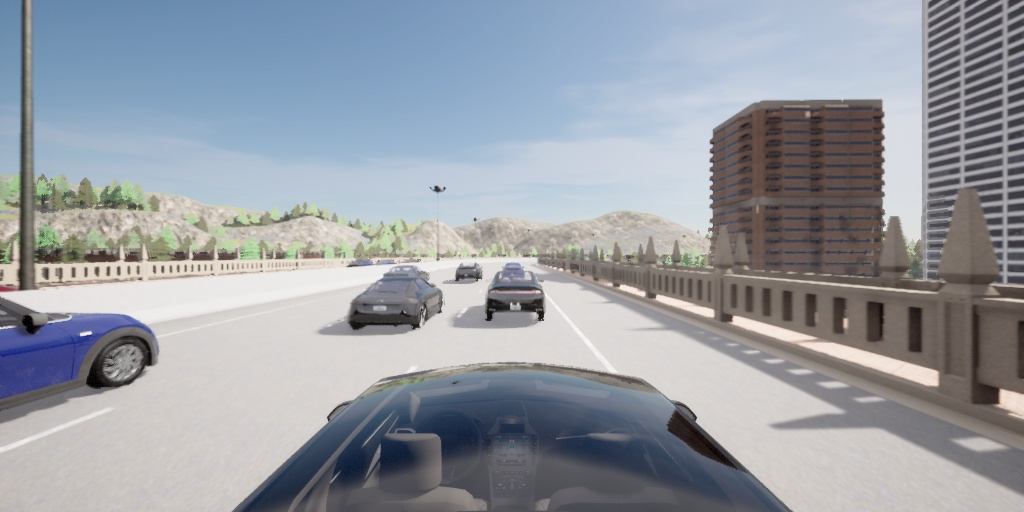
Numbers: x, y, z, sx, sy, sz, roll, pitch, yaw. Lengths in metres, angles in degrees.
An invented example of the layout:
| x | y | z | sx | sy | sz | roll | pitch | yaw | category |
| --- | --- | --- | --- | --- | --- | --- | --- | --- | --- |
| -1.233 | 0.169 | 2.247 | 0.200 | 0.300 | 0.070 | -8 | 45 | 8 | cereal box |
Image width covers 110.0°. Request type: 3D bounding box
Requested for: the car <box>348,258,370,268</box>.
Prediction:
| x | y | z | sx | sy | sz | roll | pitch | yaw | category |
| --- | --- | --- | --- | --- | --- | --- | --- | --- | --- |
| -21.068 | 1.100 | 50.160 | 2.097 | 1.767 | 4.553 | 0 | 0 | 0 | car |

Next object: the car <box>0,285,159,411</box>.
| x | y | z | sx | sy | sz | roll | pitch | yaw | category |
| --- | --- | --- | --- | --- | --- | --- | --- | --- | --- |
| -6.901 | 1.102 | 4.026 | 2.097 | 1.767 | 4.553 | 0 | 0 | 0 | car |

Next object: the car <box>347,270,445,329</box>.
| x | y | z | sx | sy | sz | roll | pitch | yaw | category |
| --- | --- | --- | --- | --- | --- | --- | --- | --- | --- |
| -3.399 | 1.313 | 11.236 | 1.994 | 1.385 | 4.181 | 0 | 0 | 0 | car |

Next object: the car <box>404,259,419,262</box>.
| x | y | z | sx | sy | sz | roll | pitch | yaw | category |
| --- | --- | --- | --- | --- | --- | --- | --- | --- | --- |
| -14.074 | 1.224 | 49.780 | 1.882 | 1.535 | 5.008 | 0 | 0 | 0 | car |

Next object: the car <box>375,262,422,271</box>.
| x | y | z | sx | sy | sz | roll | pitch | yaw | category |
| --- | --- | --- | --- | --- | --- | --- | --- | --- | --- |
| -6.898 | 1.296 | 23.635 | 2.033 | 1.411 | 5.357 | 0 | 0 | 0 | car |

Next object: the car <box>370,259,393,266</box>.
| x | y | z | sx | sy | sz | roll | pitch | yaw | category |
| --- | --- | --- | --- | --- | --- | --- | --- | --- | --- |
| -17.572 | 1.272 | 49.808 | 1.812 | 1.442 | 4.674 | 0 | 0 | 0 | car |

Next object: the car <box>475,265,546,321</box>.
| x | y | z | sx | sy | sz | roll | pitch | yaw | category |
| --- | --- | --- | --- | --- | --- | --- | --- | --- | --- |
| 0.101 | 1.240 | 12.529 | 2.128 | 1.511 | 4.902 | 0 | 0 | 0 | car |

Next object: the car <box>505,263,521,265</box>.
| x | y | z | sx | sy | sz | roll | pitch | yaw | category |
| --- | --- | --- | --- | --- | --- | --- | --- | --- | --- |
| 0.089 | 1.273 | 30.078 | 1.812 | 1.442 | 4.674 | 0 | 0 | 0 | car |

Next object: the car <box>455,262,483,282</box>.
| x | y | z | sx | sy | sz | roll | pitch | yaw | category |
| --- | --- | --- | --- | --- | --- | --- | --- | --- | --- |
| -3.397 | 1.239 | 29.028 | 2.128 | 1.511 | 4.902 | 0 | 0 | 0 | car |
